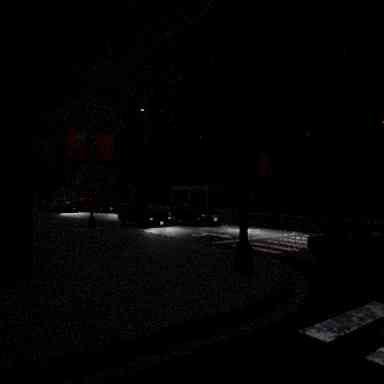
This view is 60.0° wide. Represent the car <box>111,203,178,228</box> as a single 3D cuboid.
[{"bbox_3d":[-3.492,1.617,23.454,2.033,1.411,5.357,0,0,-36],"label":"car"}]

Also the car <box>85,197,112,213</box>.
[{"bbox_3d":[-10.275,1.630,38.468,2.128,1.511,4.902,0,0,-36],"label":"car"}]

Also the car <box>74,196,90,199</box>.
[{"bbox_3d":[-19.134,1.819,56.681,1.895,1.301,4.718,0,0,-36],"label":"car"}]

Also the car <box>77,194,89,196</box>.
[{"bbox_3d":[-21.928,1.475,66.133,2.150,2.045,5.566,0,0,-36],"label":"car"}]

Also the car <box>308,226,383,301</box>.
[{"bbox_3d":[4.638,1.601,8.449,1.895,1.301,4.718,0,0,0],"label":"car"}]

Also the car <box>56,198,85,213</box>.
[{"bbox_3d":[-14.213,1.705,38.384,1.994,1.385,4.181,0,0,-35],"label":"car"}]

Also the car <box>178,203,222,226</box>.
[{"bbox_3d":[0.130,1.560,23.980,2.128,1.511,4.902,0,0,-36],"label":"car"}]
